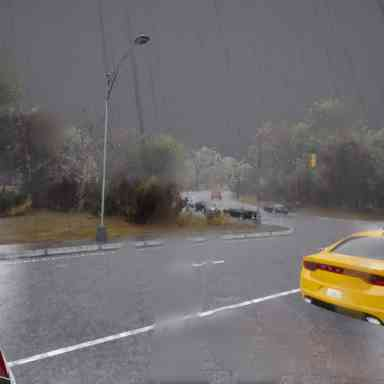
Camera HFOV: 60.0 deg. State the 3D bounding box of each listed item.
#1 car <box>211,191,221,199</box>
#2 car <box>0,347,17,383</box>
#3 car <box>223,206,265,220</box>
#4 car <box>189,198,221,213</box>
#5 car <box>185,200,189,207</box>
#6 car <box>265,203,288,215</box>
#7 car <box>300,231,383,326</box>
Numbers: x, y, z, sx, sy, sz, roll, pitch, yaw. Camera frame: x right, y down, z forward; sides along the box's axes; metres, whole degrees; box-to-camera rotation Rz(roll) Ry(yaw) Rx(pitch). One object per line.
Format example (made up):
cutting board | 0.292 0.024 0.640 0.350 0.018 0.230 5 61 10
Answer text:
car | 5.737 0.741 78.963 2.150 2.045 5.566 2 2 -1
car | -3.240 1.353 1.440 4.553 1.767 2.097 0 0 -35
car | 5.105 2.147 34.294 1.895 1.301 4.718 3 -1 -22
car | 1.773 1.926 43.099 2.128 1.511 4.902 2 0 -19
car | -1.046 1.726 52.688 1.994 1.385 4.181 2 1 -14
car | 11.653 2.363 47.105 1.837 1.490 4.892 2 1 -19
car | 4.352 1.542 6.855 5.008 1.535 1.882 1 -1 -35
